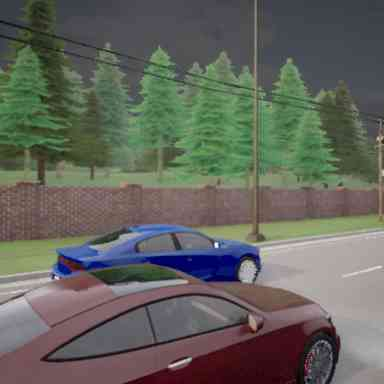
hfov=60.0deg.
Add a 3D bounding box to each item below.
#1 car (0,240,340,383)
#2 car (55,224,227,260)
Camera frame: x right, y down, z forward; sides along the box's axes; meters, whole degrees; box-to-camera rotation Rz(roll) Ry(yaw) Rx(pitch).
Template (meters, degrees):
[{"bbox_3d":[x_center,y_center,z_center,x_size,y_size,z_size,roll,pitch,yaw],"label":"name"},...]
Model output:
[{"bbox_3d":[-0.377,1.529,3.493,4.674,1.442,1.812,0,0,-36],"label":"car"},{"bbox_3d":[-0.532,1.487,7.665,5.008,1.535,1.882,0,0,-35],"label":"car"}]
